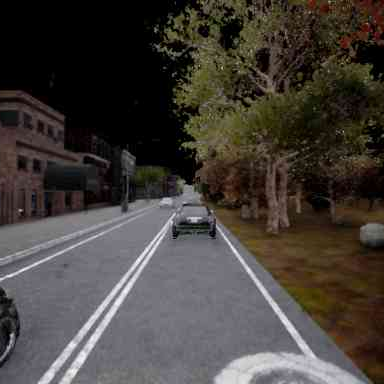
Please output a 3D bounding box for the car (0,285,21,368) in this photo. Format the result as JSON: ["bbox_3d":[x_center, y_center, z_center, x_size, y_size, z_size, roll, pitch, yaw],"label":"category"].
[{"bbox_3d":[-3.350,1.564,2.874,1.994,1.385,4.181,0,0,0],"label":"car"}]

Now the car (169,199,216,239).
[{"bbox_3d":[0.108,1.353,17.537,2.097,1.767,4.553,0,0,0],"label":"car"}]

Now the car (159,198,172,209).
[{"bbox_3d":[-3.319,1.511,44.921,1.812,1.442,4.674,0,0,0],"label":"car"}]
